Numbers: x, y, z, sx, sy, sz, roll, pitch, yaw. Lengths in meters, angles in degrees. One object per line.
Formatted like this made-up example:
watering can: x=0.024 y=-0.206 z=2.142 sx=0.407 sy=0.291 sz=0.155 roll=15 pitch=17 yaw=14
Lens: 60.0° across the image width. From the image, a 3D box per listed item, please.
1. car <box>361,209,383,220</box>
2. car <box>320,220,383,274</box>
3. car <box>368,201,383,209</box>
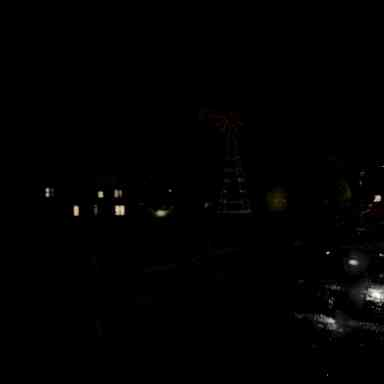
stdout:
car: x=11.034 y=1.989 z=19.997 sx=1.837 sy=1.490 sz=4.892 roll=-3 pitch=-3 yaw=31
car: x=5.656 y=1.858 z=11.229 sx=1.994 sy=1.385 sz=4.181 roll=-3 pitch=-3 yaw=32
car: x=18.340 y=1.954 z=31.892 sx=2.150 sy=2.045 sz=5.566 roll=-3 pitch=-1 yaw=32
